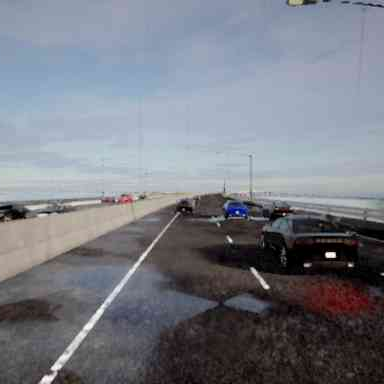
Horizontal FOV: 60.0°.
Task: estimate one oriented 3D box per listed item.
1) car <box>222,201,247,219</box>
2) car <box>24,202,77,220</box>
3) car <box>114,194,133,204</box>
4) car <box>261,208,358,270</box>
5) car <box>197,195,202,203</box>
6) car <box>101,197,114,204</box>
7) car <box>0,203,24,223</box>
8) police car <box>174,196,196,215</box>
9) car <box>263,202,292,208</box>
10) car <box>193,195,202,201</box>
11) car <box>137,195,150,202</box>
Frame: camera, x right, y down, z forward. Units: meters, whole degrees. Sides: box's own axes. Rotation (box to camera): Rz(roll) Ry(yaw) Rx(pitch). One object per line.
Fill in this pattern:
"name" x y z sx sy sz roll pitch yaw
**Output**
"car" 3.797 1.546 30.100 1.882 1.535 5.008 0 0 1
"car" -10.448 1.550 25.622 2.128 1.511 4.902 0 0 1
"car" -13.155 1.351 66.126 2.150 2.045 5.566 0 0 1
"car" 3.639 1.505 11.177 1.882 1.535 5.008 0 0 0
"car" 0.924 1.511 69.421 2.128 1.511 4.902 0 0 2
"car" -16.654 1.725 66.144 1.895 1.301 4.718 0 0 1
"car" -13.954 1.583 25.157 1.812 1.442 4.674 0 0 1
"police car" -0.798 1.503 34.885 1.930 1.638 5.238 0 0 1
"car" 7.280 1.556 28.520 2.128 1.511 4.902 0 0 1
"car" 1.419 1.491 86.562 2.128 1.511 4.902 0 0 2
"car" -9.656 1.481 66.189 2.097 1.767 4.553 0 0 2
